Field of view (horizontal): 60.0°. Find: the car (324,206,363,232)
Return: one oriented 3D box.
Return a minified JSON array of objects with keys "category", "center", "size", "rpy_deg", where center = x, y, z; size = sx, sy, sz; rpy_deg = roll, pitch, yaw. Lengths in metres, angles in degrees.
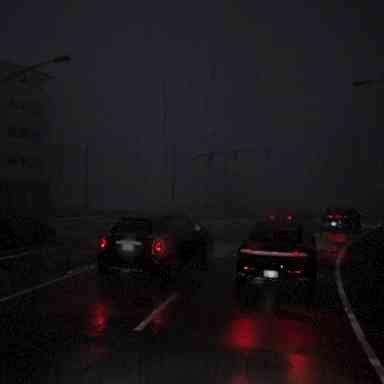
[{"category":"car","center":[9.915,1.695,21.953],"size":[1.837,1.490,4.892],"rpy_deg":[0,-1,35]}]

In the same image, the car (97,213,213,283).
[{"category":"car","center":[-0.862,1.415,10.245],"size":[2.097,1.767,4.553],"rpy_deg":[0,0,20]}]

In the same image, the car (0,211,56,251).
[{"category":"car","center":[-7.451,1.619,13.088],"size":[1.994,1.385,4.181],"rpy_deg":[0,0,22]}]

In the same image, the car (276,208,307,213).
[{"category":"car","center":[7.317,1.797,24.335],"size":[1.895,1.301,4.718],"rpy_deg":[0,-1,35]}]

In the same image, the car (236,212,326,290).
[{"category":"car","center":[2.555,1.568,9.457],"size":[2.128,1.511,4.902],"rpy_deg":[0,0,21]}]
